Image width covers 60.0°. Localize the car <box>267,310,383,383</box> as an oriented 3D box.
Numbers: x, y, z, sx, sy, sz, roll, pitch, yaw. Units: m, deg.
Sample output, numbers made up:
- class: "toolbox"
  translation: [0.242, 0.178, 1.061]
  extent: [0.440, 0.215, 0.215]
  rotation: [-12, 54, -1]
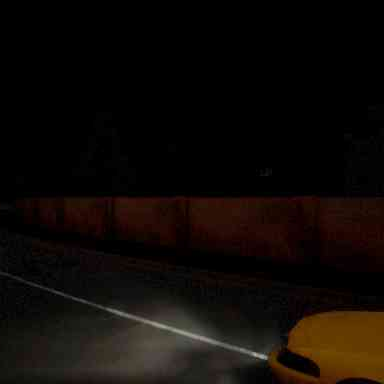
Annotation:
- class: "car"
  translation: [3.384, 1.617, 2.771]
  extent: [5.366, 1.575, 1.801]
  rotation: [0, -2, 33]
